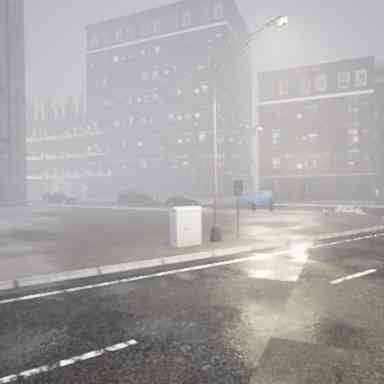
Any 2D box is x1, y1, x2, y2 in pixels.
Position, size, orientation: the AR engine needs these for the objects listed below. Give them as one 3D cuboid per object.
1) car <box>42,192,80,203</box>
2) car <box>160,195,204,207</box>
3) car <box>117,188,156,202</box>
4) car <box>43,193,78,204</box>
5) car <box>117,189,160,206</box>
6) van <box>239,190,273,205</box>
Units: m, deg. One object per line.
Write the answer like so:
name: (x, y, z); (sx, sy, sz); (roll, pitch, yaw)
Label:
car: (-17.593, 0.730, 44.642); (4.718, 1.301, 1.895); (1, 1, 24)
car: (-0.807, 0.966, 34.546); (4.206, 1.307, 1.802); (1, 0, 23)
car: (-7.728, 0.456, 46.664); (5.009, 1.841, 2.192); (1, 0, 23)
car: (-16.323, 0.741, 41.248); (4.507, 1.381, 1.887); (1, 0, 23)
car: (-5.974, 0.638, 36.780); (5.009, 1.841, 2.192); (1, 0, 23)
van: (7.783, 0.667, 39.965); (3.998, 1.788, 1.690); (1, 0, 23)
